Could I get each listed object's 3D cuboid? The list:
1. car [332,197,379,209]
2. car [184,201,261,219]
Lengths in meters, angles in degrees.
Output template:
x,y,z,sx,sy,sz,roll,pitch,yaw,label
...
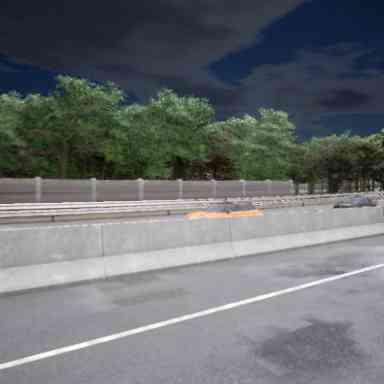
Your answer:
x,y,z,sx,sy,sz,roll,pitch,yaw,label
15.784,1.188,31.906,5.357,1.411,2.033,-2,1,-34,car
1.676,1.301,17.986,4.553,1.767,2.097,-1,0,-35,car
